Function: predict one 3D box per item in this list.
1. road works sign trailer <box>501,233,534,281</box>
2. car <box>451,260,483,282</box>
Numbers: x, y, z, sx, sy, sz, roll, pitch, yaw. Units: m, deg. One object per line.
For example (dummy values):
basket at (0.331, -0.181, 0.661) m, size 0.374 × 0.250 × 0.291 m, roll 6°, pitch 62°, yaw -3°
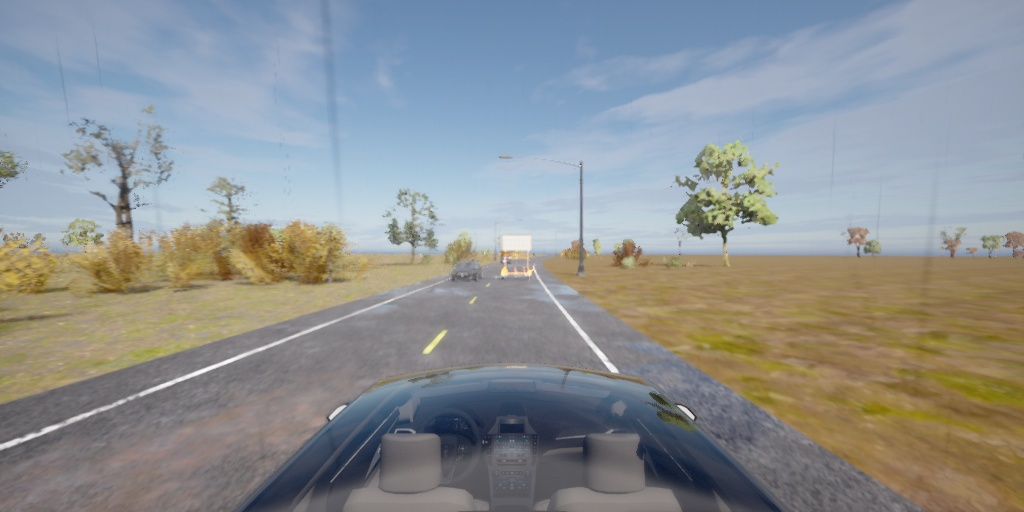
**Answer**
road works sign trailer at (0.368, 0.026, 28.070) m, size 2.380 × 3.560 × 2.880 m, roll 0°, pitch 0°, yaw 2°
car at (-3.232, 1.070, 26.357) m, size 1.837 × 1.490 × 4.892 m, roll 0°, pitch 0°, yaw 2°
